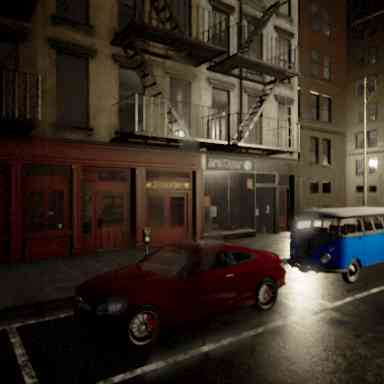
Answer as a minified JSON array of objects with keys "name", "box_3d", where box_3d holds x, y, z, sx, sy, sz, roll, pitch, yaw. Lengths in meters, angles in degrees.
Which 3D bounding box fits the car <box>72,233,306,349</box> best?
[{"name":"car","box_3d":[-0.005,1.579,6.176,4.206,1.307,1.802,0,0,-35]}]

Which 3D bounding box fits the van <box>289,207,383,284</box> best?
[{"name":"van","box_3d":[4.410,1.335,9.295,3.998,1.788,1.690,0,0,-35]}]
